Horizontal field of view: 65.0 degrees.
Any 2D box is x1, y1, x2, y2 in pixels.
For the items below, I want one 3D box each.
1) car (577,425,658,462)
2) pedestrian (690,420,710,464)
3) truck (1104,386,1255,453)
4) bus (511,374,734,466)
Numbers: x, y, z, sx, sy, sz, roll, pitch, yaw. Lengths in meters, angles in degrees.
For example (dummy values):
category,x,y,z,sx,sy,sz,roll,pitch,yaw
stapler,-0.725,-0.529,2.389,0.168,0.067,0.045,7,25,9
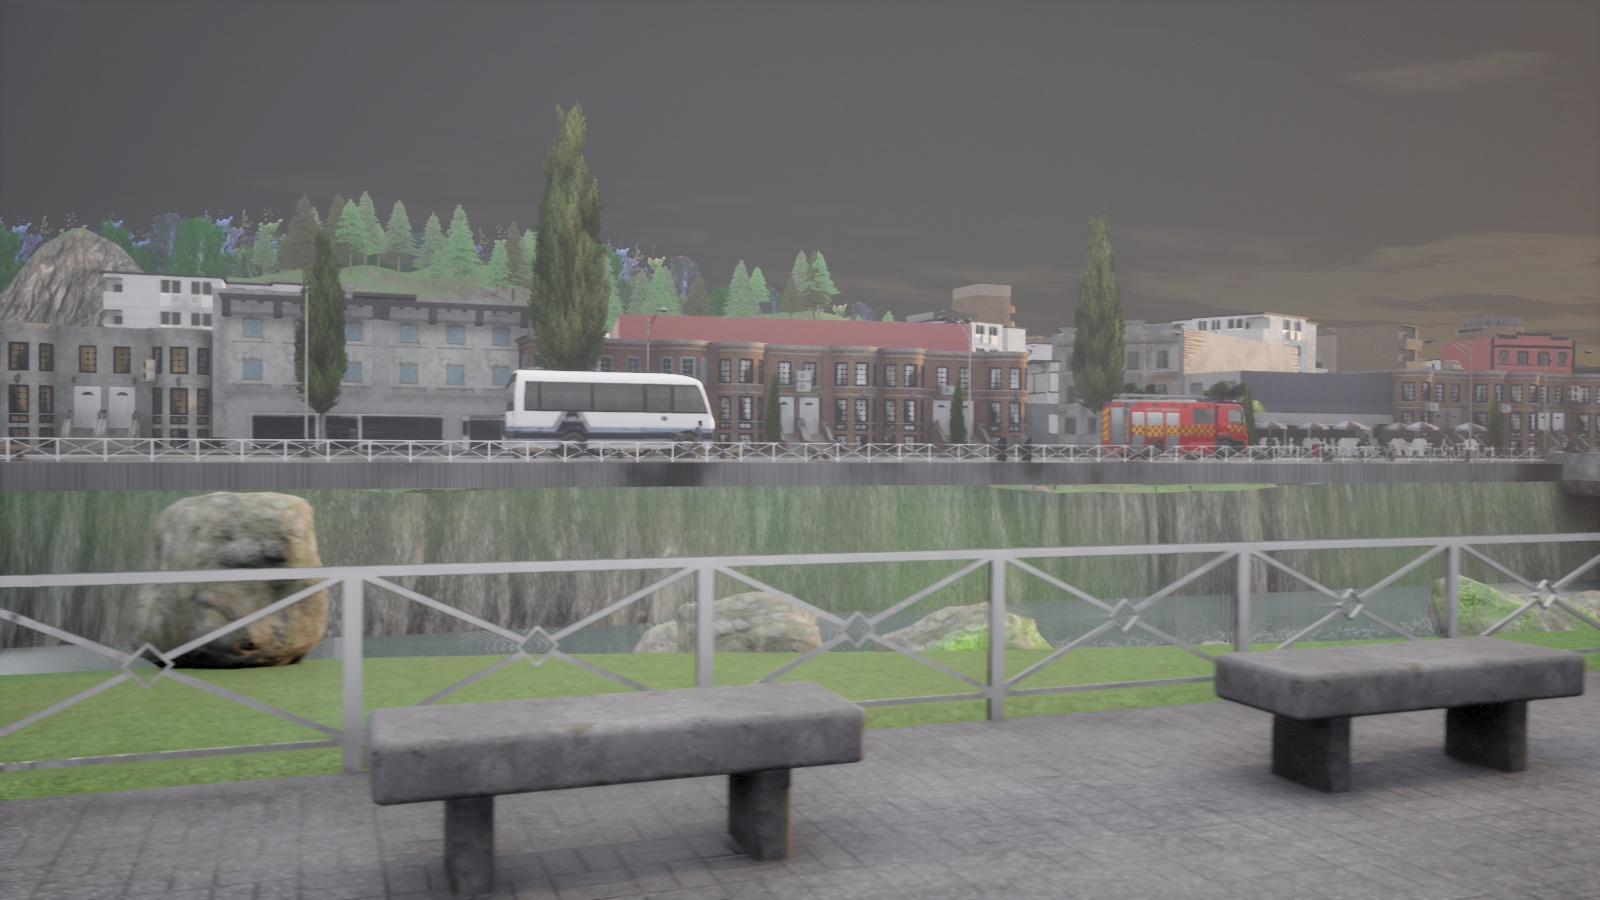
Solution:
category,x,y,z,sx,sy,sz,roll,pitch,yaw
car,-9.590,-0.378,66.079,3.866,1.878,1.905,-1,1,-21
pedestrian,-4.437,-0.351,55.758,0.788,1.949,0.423,-1,1,1
truck,22.331,-1.811,73.919,8.468,3.827,2.891,-1,1,-21
bus,-8.775,-1.494,62.097,10.273,4.253,3.944,-1,1,-21
